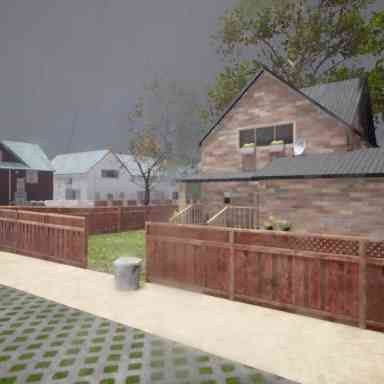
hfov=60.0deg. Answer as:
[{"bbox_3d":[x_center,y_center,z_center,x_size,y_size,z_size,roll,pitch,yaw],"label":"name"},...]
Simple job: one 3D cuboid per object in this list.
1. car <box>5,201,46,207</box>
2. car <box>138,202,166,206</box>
[{"bbox_3d":[-12.499,1.483,23.777,2.097,1.767,4.553,0,-1,37],"label":"car"},{"bbox_3d":[-4.350,1.753,34.667,2.128,1.511,4.902,0,0,37],"label":"car"}]
